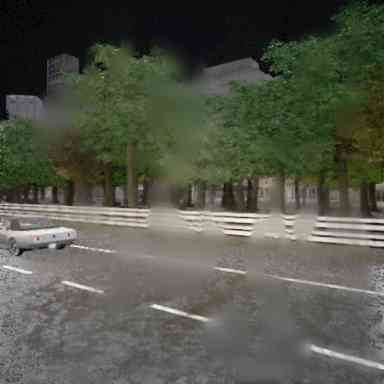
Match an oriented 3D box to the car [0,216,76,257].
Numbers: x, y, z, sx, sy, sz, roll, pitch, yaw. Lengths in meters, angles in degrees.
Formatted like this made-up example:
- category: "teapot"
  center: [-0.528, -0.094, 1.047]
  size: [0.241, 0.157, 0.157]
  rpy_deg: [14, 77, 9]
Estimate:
- category: "car"
  center: [-6.695, 1.605, 12.960]
  size: [4.718, 1.301, 1.895]
  rpy_deg: [0, 0, 36]
